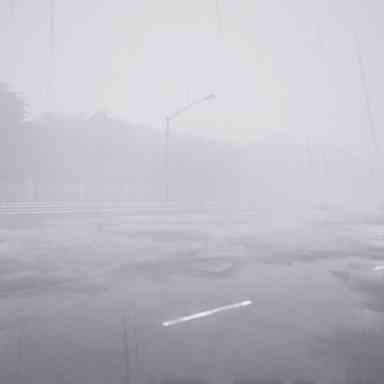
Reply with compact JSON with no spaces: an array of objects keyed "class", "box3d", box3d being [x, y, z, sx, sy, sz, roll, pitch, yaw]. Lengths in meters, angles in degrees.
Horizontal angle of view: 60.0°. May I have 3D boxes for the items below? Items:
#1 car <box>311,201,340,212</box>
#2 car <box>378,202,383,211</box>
[{"class":"car","box3d":[17.179,1.871,42.728,4.181,1.385,1.994,1,0,-37]},{"class":"car","box3d":[27.614,1.905,46.145,4.892,1.490,1.837,1,0,-37]}]
